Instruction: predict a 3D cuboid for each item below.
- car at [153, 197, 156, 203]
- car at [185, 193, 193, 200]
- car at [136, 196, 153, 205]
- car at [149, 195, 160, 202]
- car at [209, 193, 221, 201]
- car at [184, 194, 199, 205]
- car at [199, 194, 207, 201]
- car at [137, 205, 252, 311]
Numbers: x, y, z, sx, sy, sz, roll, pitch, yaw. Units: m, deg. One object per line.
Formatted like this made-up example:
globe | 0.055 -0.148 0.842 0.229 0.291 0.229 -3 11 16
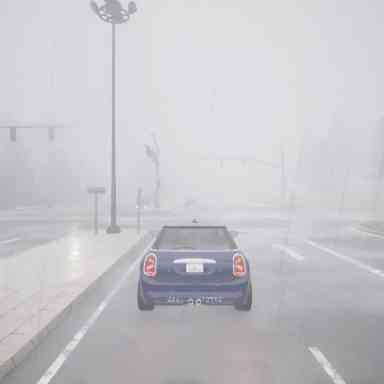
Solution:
car | -8.448 1.505 66.297 1.837 1.490 4.892 0 0 -1
car | -0.924 1.189 95.614 2.150 2.045 5.566 0 0 -1
car | -8.349 1.505 57.088 1.837 1.490 4.892 0 0 -1
car | -8.602 1.540 76.735 2.033 1.411 5.357 0 0 -1
car | 6.257 1.215 85.053 2.150 2.045 5.566 0 0 -1
car | -0.225 1.526 54.755 1.812 1.442 4.674 0 0 -1
car | 2.752 1.513 85.320 1.812 1.442 4.674 0 0 -1
car | 0.061 1.352 7.935 2.097 1.767 4.553 0 0 0
